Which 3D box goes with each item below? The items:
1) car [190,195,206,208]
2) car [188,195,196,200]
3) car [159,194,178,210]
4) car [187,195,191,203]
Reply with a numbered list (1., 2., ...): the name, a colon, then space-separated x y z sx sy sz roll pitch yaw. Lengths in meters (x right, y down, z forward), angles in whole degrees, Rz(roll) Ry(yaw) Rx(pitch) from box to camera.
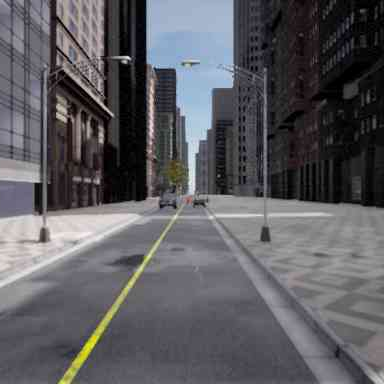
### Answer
1. car: 1.060 1.502 49.297 1.837 1.490 4.892 0 0 0
2. car: 0.018 1.460 93.878 1.994 1.385 4.181 0 0 0
3. car: -3.061 1.219 43.530 2.150 2.045 5.566 0 0 0
4. car: 0.013 1.359 67.520 2.097 1.767 4.553 0 0 0
